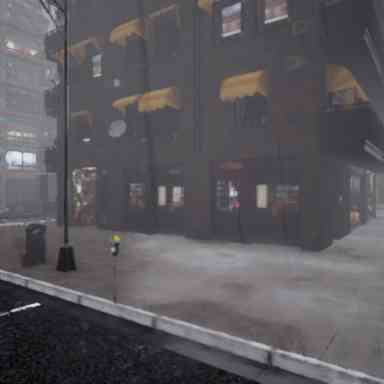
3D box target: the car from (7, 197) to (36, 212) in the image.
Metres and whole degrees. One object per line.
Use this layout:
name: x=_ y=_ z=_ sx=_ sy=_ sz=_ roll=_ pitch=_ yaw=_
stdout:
car: x=-16.377 y=1.224 z=33.683 sx=1.947 sy=1.339 sz=4.313 roll=1 pitch=1 yaw=35

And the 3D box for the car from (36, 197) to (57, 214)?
car: x=-11.529 y=1.188 z=30.479 sx=1.994 sy=1.385 sz=4.181 roll=0 pitch=1 yaw=35
